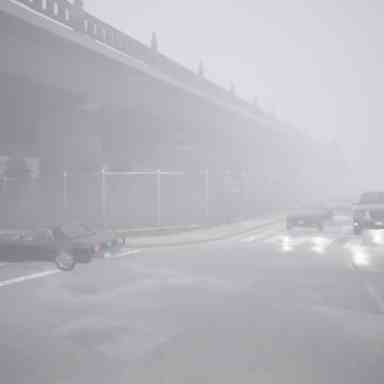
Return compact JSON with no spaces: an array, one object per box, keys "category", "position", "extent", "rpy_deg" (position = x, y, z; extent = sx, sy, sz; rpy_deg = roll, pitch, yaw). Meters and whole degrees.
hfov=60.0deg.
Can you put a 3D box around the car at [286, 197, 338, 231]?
[{"category":"car","position":[6.808,1.242,19.005],"extent":[1.882,1.535,5.008],"rpy_deg":[-1,0,31]}]

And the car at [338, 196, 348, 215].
[{"category":"car","position":[12.825,1.133,28.860],"extent":[2.033,1.411,5.357],"rpy_deg":[-1,0,31]}]

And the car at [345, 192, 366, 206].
[{"category":"car","position":[20.007,0.849,40.599],"extent":[1.882,1.535,5.008],"rpy_deg":[-1,0,32]}]

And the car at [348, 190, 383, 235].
[{"category":"car","position":[9.404,0.936,16.527],"extent":[2.150,2.045,5.566],"rpy_deg":[-1,0,32]}]

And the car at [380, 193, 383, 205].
[{"category":"car","position":[24.560,0.865,41.277],"extent":[1.895,1.301,4.718],"rpy_deg":[-1,0,31]}]

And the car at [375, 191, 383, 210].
[{"category":"car","position":[19.382,0.771,32.834],"extent":[2.097,1.767,4.553],"rpy_deg":[-1,0,32]}]

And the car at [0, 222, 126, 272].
[{"category":"car","position":[-4.641,1.662,10.800],"extent":[4.718,1.301,1.895],"rpy_deg":[-1,0,19]}]

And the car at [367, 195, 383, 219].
[{"category":"car","position":[14.545,1.054,24.969],"extent":[2.128,1.511,4.902],"rpy_deg":[-1,0,31]}]
